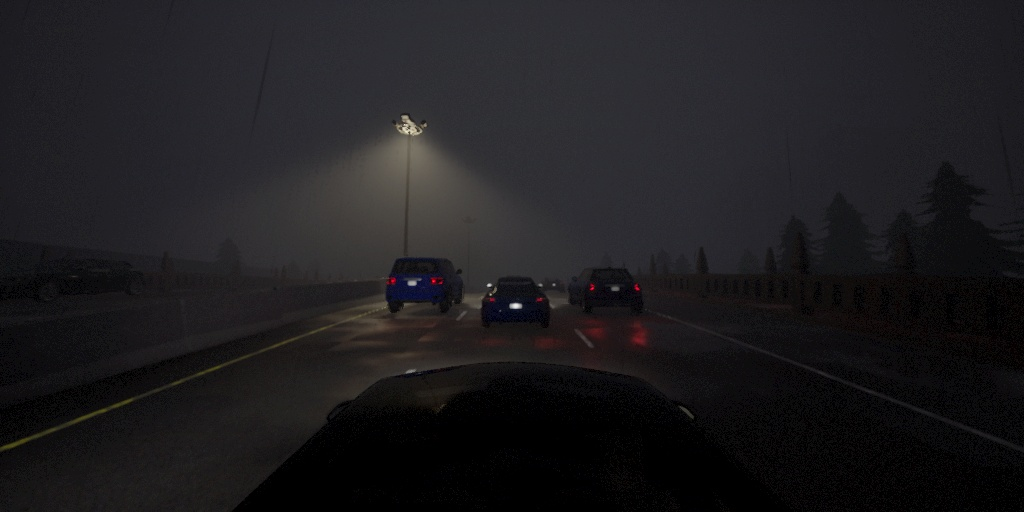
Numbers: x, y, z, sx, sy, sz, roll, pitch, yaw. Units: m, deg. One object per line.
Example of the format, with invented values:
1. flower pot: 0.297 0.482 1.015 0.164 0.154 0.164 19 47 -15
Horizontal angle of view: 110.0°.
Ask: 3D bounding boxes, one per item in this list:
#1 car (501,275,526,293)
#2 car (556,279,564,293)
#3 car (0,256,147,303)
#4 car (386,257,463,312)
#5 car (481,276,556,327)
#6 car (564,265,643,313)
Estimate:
1. car: 0.112 2.552 32.359 2.128 1.511 4.902 0 -6 0
2. car: 3.612 2.669 32.808 1.994 1.385 4.181 0 -6 0
3. car: -17.495 0.836 14.178 2.097 1.767 4.553 0 -2 0
4. car: -3.395 1.112 14.882 2.150 2.045 5.566 0 -2 0
5. car: 0.104 1.367 11.705 1.994 1.385 4.181 0 -1 0
6. car: 3.605 1.235 14.624 2.097 1.767 4.553 0 -2 0
